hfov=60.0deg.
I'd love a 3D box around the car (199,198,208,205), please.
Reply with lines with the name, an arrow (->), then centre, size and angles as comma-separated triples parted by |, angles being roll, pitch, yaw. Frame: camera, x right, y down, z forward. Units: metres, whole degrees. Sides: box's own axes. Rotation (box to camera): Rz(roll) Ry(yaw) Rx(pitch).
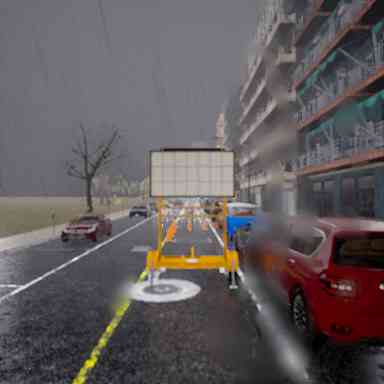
car -> 2.677, 2.201, 80.015 | 1.967, 1.590, 4.097 | 1, -1, 0

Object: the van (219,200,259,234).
van -> 2.602, 1.508, 17.748 | 1.690, 1.788, 3.998 | 1, -1, 0

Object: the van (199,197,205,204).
van -> 2.692, 2.212, 91.338 | 1.690, 1.788, 3.998 | 1, -1, 0

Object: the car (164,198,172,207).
car -> -5.226, 2.122, 62.305 | 1.752, 1.417, 4.829 | 1, -1, 0

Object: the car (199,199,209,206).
car -> 2.669, 2.257, 74.353 | 2.008, 1.369, 4.403 | 1, -1, 0

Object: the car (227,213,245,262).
car -> 2.592, 1.679, 12.085 | 1.947, 1.339, 4.313 | 1, -1, 0

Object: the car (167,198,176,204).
car -> -5.198, 2.367, 85.089 | 2.008, 1.369, 4.403 | 1, -1, 0

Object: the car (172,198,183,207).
car -> -2.663, 2.191, 67.415 | 2.033, 1.411, 5.357 | 0, -1, 0

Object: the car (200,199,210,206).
car -> 2.663, 2.179, 68.863 | 1.752, 1.417, 4.829 | 1, -1, 0

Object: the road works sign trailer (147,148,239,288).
road works sign trailer -> 0.015, 0.555, 9.485 | 2.380, 3.560, 2.880 | 0, -1, 0

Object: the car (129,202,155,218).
car -> -5.261, 1.894, 34.206 | 1.947, 1.339, 4.313 | 1, -1, 0

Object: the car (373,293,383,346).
car -> 2.579, 1.573, 0.763 | 1.947, 1.339, 4.313 | 1, -1, 0

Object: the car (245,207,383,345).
car -> 2.588, 1.375, 6.427 | 2.192, 1.841, 5.009 | 1, -1, 0

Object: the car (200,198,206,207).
car -> 2.637, 1.750, 46.052 | 2.192, 1.841, 5.009 | 1, -1, 0

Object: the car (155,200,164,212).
car -> -5.247, 2.017, 45.513 | 1.802, 1.307, 4.206 | 1, -1, 0

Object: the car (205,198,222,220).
car -> 2.616, 1.589, 29.070 | 2.192, 1.841, 5.009 | 1, -1, 0

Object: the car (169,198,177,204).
car -> -5.191, 2.421, 90.743 | 2.008, 1.369, 4.403 | 1, -1, 0

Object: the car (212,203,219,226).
car -> 2.607, 1.747, 23.577 | 1.752, 1.417, 4.829 | 1, -1, 0

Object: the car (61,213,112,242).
car -> -5.282, 1.750, 17.244 | 1.802, 1.307, 4.206 | 1, -1, 0

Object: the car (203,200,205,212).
car -> 2.627, 1.963, 40.389 | 1.802, 1.307, 4.206 | 1, -1, 0
